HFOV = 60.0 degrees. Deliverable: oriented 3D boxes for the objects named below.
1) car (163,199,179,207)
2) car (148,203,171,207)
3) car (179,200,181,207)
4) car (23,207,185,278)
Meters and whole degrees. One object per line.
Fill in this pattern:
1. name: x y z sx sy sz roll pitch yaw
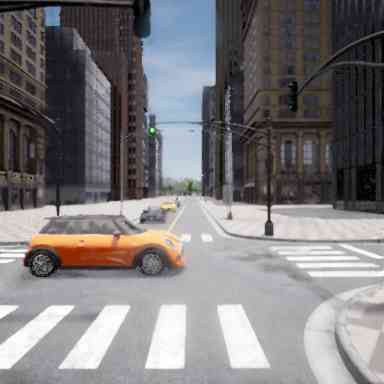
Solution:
1. car: -3.036 1.886 42.843 1.882 1.535 5.008 0 0 0
2. car: -3.063 1.830 27.205 1.994 1.385 4.181 0 -1 0
3. car: -2.926 2.090 59.882 2.128 1.511 4.902 0 0 0
4. car: -2.501 1.468 10.146 4.553 1.767 2.097 0 0 0
